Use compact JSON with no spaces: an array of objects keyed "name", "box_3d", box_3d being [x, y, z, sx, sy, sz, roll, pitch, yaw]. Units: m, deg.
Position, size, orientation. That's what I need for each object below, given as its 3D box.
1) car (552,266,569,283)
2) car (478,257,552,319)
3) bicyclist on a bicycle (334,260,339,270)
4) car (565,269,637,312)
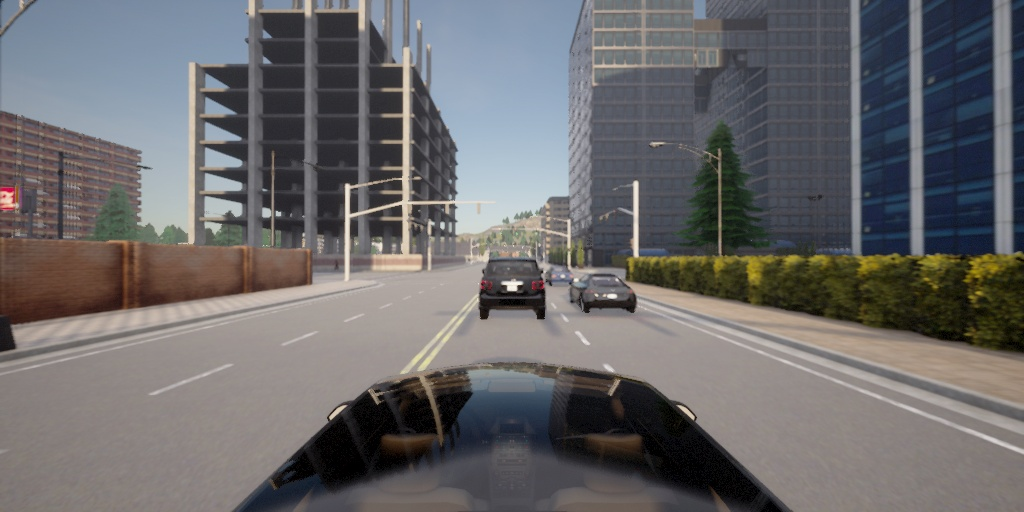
[{"name":"car","box_3d":[3.522,1.451,27.213,2.033,1.411,5.357,0,0,1]},{"name":"car","box_3d":[0.028,1.042,13.254,2.150,2.045,5.566,0,0,0]},{"name":"bicyclist on a bicycle","box_3d":[-26.450,1.366,53.997,0.582,1.620,1.656,0,0,1]},{"name":"car","box_3d":[3.543,1.392,14.616,1.994,1.385,4.181,0,0,1]}]
